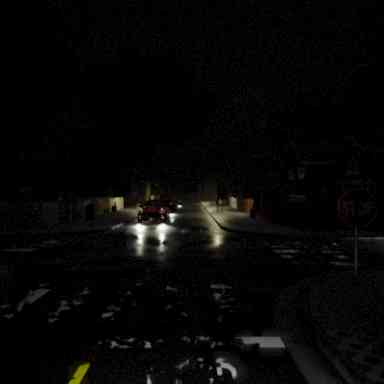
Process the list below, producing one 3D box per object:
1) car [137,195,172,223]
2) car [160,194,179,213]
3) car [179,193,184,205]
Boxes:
[{"bbox_3d":[-2.920,1.364,25.867,2.097,1.767,4.553,0,0,0],"label":"car"},{"bbox_3d":[-2.955,1.241,38.158,2.150,2.045,5.566,0,0,0],"label":"car"},{"bbox_3d":[-2.931,1.394,59.789,2.097,1.767,4.553,0,0,0],"label":"car"}]
